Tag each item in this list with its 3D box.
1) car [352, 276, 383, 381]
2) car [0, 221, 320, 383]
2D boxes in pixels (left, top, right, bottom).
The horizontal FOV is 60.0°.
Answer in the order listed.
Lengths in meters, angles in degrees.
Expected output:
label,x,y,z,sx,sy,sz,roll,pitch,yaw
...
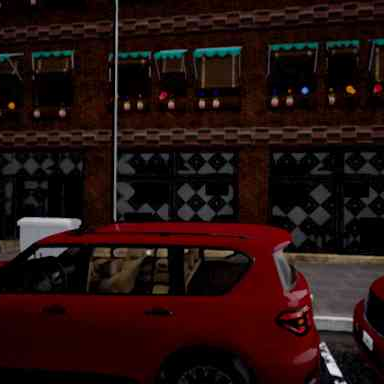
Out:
label,x,y,z,sx,sy,sz,roll,pitch,yaw
car,4.421,1.317,3.274,5.009,1.841,2.192,0,1,9
car,-1.063,1.314,4.124,5.009,1.841,2.192,0,1,9
